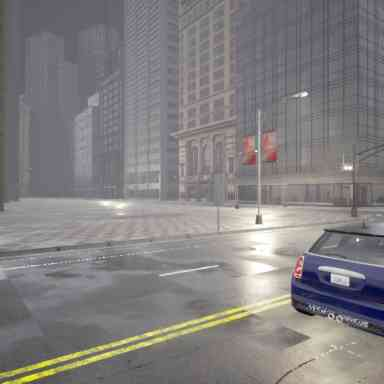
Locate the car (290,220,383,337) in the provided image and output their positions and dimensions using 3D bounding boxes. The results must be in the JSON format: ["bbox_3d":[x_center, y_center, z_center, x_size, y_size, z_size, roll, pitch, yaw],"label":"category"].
[{"bbox_3d":[3.974,1.352,6.293,4.553,1.767,2.097,0,0,-36],"label":"car"}]
